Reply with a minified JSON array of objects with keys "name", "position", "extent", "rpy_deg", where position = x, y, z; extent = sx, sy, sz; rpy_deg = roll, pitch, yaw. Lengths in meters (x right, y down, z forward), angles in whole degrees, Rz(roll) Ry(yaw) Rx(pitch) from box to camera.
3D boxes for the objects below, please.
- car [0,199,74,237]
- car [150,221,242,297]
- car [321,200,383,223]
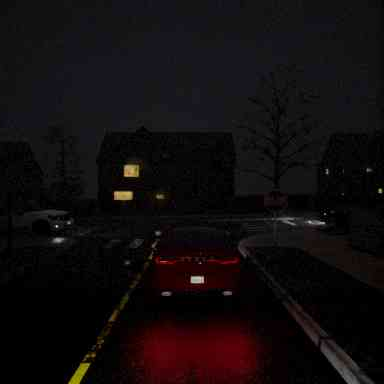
[{"name":"car","position":[-9.603,1.426,18.729],"extent":[5.566,2.045,2.150],"rpy_deg":[-1,1,5]},{"name":"car","position":[0.038,1.478,8.644],"extent":[1.882,1.535,5.008],"rpy_deg":[0,0,-1]},{"name":"car","position":[10.798,1.241,21.977],"extent":[4.181,1.385,1.994],"rpy_deg":[-1,1,1]}]
